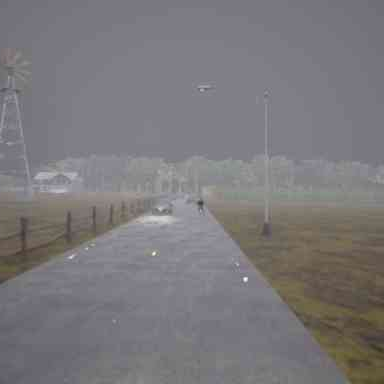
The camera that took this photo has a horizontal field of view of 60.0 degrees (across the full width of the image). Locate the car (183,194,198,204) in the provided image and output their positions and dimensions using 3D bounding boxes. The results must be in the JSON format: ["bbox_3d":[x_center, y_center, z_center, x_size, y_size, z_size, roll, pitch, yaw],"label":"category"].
[{"bbox_3d":[0.039,1.267,57.763,2.128,1.511,4.902,0,0,1],"label":"car"}]

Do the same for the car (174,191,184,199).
[{"bbox_3d":[-2.731,0.893,73.397,2.150,2.045,5.566,0,0,0],"label":"car"}]

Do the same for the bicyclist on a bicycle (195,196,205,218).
[{"bbox_3d":[0.764,1.277,27.989,0.659,1.776,1.843,0,0,0],"label":"bicyclist on a bicycle"}]

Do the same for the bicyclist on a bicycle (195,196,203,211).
[{"bbox_3d":[0.758,1.301,37.318,0.866,1.612,1.509,0,0,0],"label":"bicyclist on a bicycle"}]

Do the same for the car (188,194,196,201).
[{"bbox_3d":[0.020,1.188,75.140,1.837,1.490,4.892,0,0,0],"label":"car"}]

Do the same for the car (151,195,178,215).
[{"bbox_3d":[-2.837,1.377,32.622,2.128,1.511,4.902,0,0,0],"label":"car"}]
